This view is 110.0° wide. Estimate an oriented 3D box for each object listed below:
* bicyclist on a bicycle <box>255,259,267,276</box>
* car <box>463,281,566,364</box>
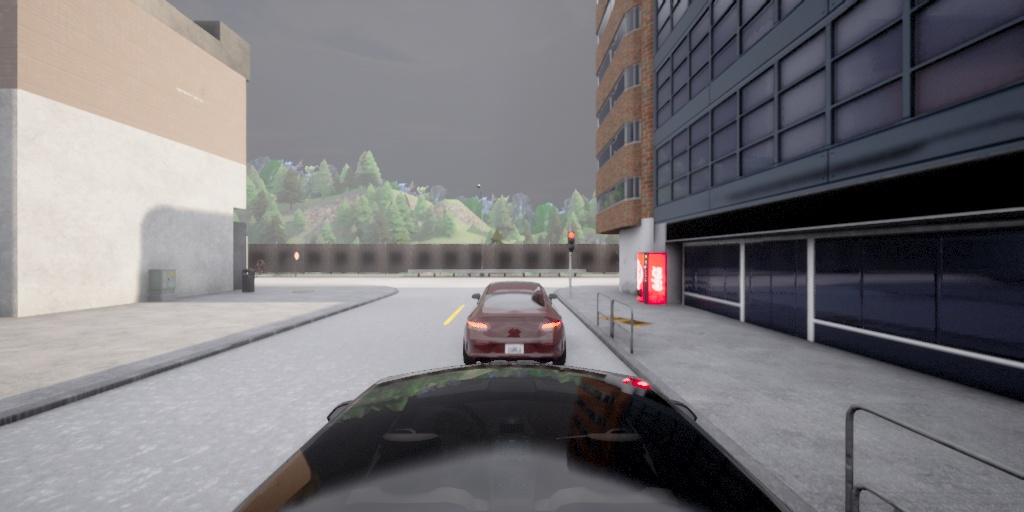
[{"bbox_3d":[-24.184,1.073,34.517,0.582,1.620,1.656,0,0,0],"label":"bicyclist on a bicycle"},{"bbox_3d":[0.059,1.271,7.844,1.812,1.442,4.674,0,0,1],"label":"car"}]
